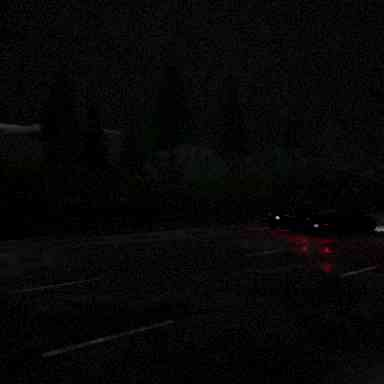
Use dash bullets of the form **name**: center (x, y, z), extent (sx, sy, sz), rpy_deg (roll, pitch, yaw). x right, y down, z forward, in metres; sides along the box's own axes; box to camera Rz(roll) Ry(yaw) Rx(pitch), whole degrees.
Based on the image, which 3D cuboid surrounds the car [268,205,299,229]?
- **car**: center (6.871, 1.541, 21.538), extent (4.181, 1.385, 1.994), rpy_deg (0, 0, -35)

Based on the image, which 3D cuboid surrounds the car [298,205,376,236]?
- **car**: center (8.160, 1.504, 18.160), extent (4.674, 1.442, 1.812), rpy_deg (0, 0, -35)
